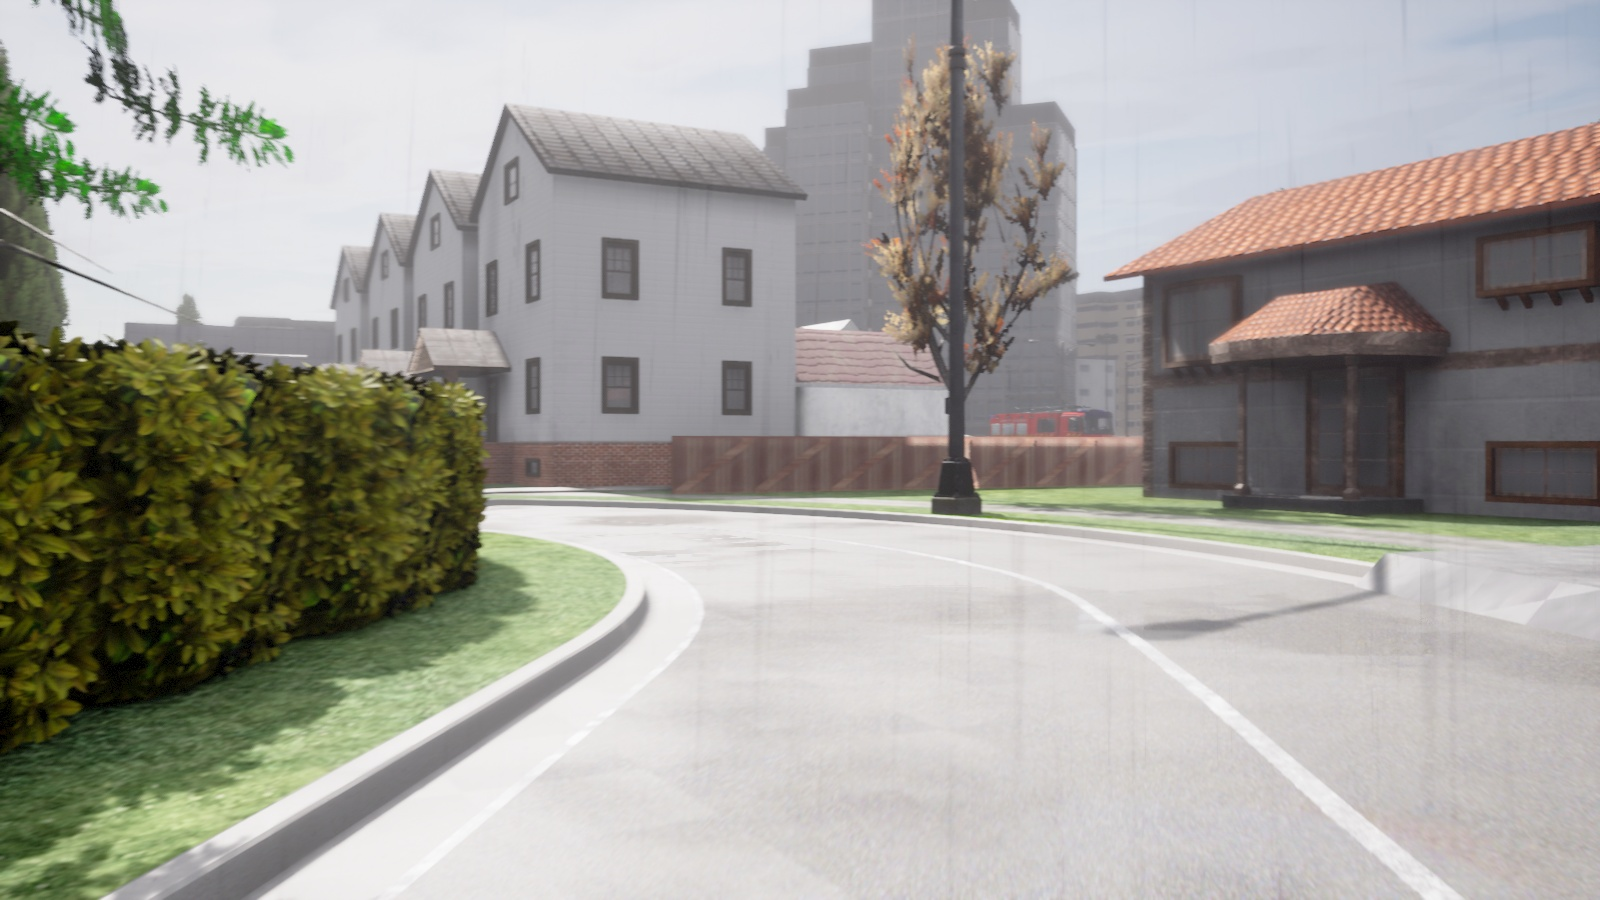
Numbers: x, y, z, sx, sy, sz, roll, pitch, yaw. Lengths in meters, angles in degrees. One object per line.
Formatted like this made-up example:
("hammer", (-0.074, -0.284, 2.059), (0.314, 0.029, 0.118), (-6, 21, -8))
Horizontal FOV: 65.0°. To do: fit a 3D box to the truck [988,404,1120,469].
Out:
("truck", (15.849, -0.834, 79.106), (2.891, 3.827, 8.468), (0, 0, -35))
